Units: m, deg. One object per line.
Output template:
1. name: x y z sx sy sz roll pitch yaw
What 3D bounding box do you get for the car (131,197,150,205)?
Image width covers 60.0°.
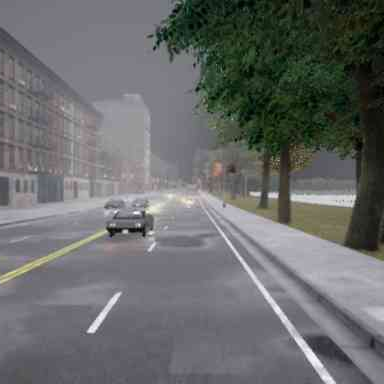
1. car: -6.579 1.427 42.879 2.128 1.511 4.902 0 1 0

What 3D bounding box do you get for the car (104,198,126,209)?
1. car: -9.833 1.485 42.799 2.033 1.411 5.357 0 0 0

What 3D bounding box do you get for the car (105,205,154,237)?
1. car: -3.147 1.586 17.955 1.895 1.301 4.718 0 0 0

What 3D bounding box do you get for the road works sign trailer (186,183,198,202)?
1. road works sign trailer: 0.010 0.146 63.732 2.380 3.560 2.880 0 1 0
